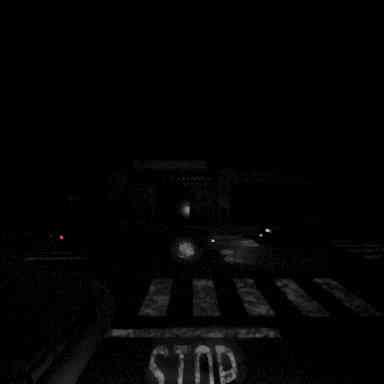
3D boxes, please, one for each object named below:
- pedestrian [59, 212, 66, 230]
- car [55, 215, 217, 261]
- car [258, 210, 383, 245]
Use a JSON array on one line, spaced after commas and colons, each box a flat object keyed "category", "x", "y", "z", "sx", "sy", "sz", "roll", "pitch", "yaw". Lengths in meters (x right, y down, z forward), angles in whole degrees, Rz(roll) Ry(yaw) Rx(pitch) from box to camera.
[{"category": "pedestrian", "x": -6.791, "y": 1.634, "z": 17.510, "sx": 0.500, "sy": 1.100, "sz": 0.500, "roll": 0, "pitch": 0, "yaw": 0}, {"category": "car", "x": -1.838, "y": 1.521, "z": 11.616, "sx": 5.357, "sy": 1.411, "sz": 2.033, "roll": 0, "pitch": 0, "yaw": 0}, {"category": "car", "x": 5.683, "y": 1.490, "z": 14.526, "sx": 5.357, "sy": 1.411, "sz": 2.033, "roll": -1, "pitch": -1, "yaw": 0}]
